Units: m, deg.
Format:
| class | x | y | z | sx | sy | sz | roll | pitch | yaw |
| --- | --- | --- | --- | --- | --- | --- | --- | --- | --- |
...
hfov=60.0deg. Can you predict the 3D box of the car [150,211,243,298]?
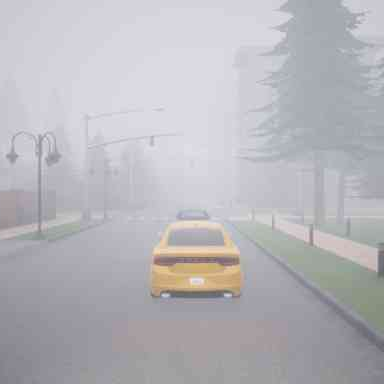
| class | x | y | z | sx | sy | sz | roll | pitch | yaw |
| --- | --- | --- | --- | --- | --- | --- | --- | --- | --- |
| car | 0.084 | 1.478 | 8.553 | 1.882 | 1.535 | 5.008 | 0 | 0 | 0 |
